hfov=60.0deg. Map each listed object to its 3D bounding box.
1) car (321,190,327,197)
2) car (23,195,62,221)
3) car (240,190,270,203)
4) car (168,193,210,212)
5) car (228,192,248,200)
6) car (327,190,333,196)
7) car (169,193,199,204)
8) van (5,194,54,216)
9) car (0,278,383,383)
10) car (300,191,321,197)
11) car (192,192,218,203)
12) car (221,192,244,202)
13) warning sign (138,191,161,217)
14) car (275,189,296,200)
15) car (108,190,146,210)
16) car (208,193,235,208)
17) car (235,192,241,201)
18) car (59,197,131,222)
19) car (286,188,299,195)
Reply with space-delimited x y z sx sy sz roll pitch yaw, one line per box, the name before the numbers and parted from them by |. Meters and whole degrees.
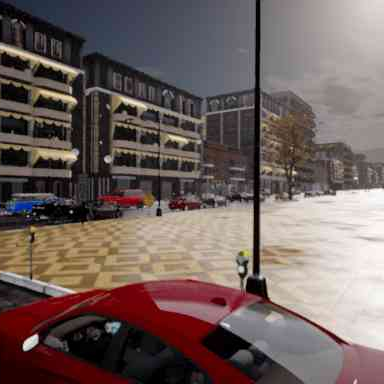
car | 27.985 0.361 74.176 2.008 1.369 4.403 2 2 35
car | -9.349 1.244 24.697 2.128 1.511 4.902 1 1 35
car | 9.002 0.878 46.679 2.008 1.369 4.403 2 2 35
car | -0.489 1.133 32.929 1.887 1.381 4.507 2 2 35
car | 8.434 0.651 60.606 1.947 1.339 4.313 2 2 35
car | 34.314 0.080 83.340 1.967 1.590 4.097 2 2 35
car | -1.057 0.911 46.857 1.947 1.339 4.313 2 2 35
van | -13.710 1.037 28.519 1.690 1.788 3.998 2 2 35
car | -0.384 1.545 3.138 4.507 1.381 1.887 0 0 35
car | 24.822 0.447 69.594 2.008 1.369 4.403 2 2 35
car | 2.106 0.809 51.440 2.008 1.369 4.403 2 2 35
car | 6.503 0.784 53.130 1.994 1.385 4.181 1 1 35
warning sign | -3.201 0.852 24.855 1.300 1.860 1.060 -1 0 35
car | 15.427 0.676 55.984 1.752 1.417 4.829 2 2 35
car | -7.038 0.811 33.648 2.150 2.045 5.566 1 1 35
car | 2.675 1.052 37.512 2.008 1.369 4.403 2 2 35
car | 7.281 0.798 48.855 1.837 1.490 4.892 1 2 35
car | -6.816 1.330 23.765 1.947 1.339 4.313 2 2 35
car | 24.255 -0.028 83.514 2.192 1.841 5.009 2 2 35
